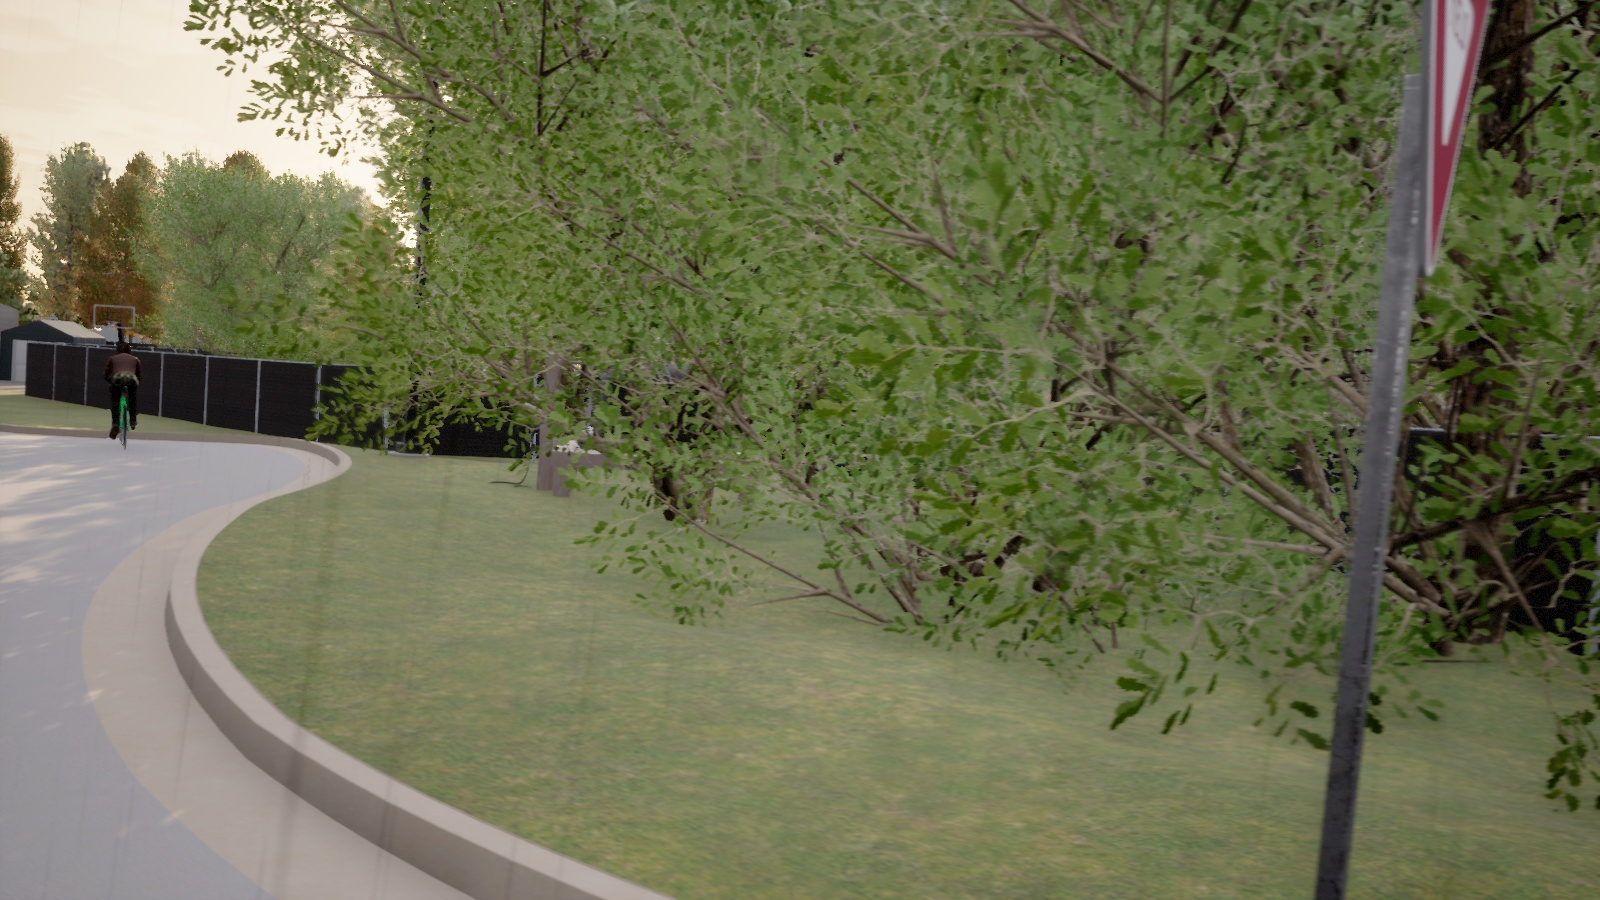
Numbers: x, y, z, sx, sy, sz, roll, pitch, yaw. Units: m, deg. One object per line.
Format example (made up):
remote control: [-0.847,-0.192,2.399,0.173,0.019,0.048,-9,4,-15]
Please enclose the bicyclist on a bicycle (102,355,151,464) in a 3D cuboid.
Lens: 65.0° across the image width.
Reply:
bicyclist on a bicycle: [-10.482,-0.636,19.512,0.582,1.620,1.656,-1,3,-31]
